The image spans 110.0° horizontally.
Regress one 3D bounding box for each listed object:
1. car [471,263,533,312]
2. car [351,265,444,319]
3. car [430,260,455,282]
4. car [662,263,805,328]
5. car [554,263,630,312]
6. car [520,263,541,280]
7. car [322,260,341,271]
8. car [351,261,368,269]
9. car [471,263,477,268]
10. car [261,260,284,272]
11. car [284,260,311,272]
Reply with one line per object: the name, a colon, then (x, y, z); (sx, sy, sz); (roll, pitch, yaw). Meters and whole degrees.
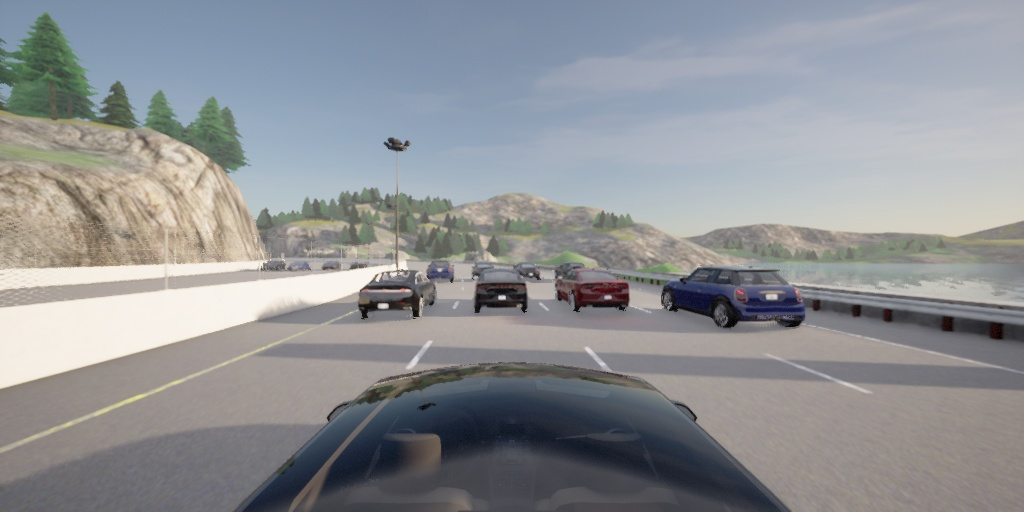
car: (-0.512, 1.226, 14.328); (1.882, 1.535, 5.008); (0, 0, -4)
car: (-3.917, 1.244, 12.873); (2.128, 1.511, 4.902); (0, 0, -4)
car: (-5.750, 1.104, 29.016); (2.097, 1.767, 4.553); (0, 0, -9)
car: (6.678, 1.092, 11.486); (2.097, 1.767, 4.553); (0, 0, -3)
car: (2.998, 1.222, 14.333); (1.882, 1.535, 5.008); (0, 0, -4)
car: (1.116, 1.269, 30.359); (1.812, 1.442, 4.674); (0, 0, -9)
car: (-24.992, 1.318, 49.985); (2.033, 1.411, 5.357); (0, 0, -16)
car: (-21.601, 1.368, 50.794); (1.895, 1.301, 4.718); (0, 0, -16)
car: (-2.431, 1.273, 30.343); (1.812, 1.442, 4.674); (0, 0, -9)
car: (-31.718, 1.284, 47.950); (1.837, 1.490, 4.892); (0, 0, -16)
car: (-27.793, 1.300, 46.988); (1.812, 1.442, 4.674); (0, 0, -16)
